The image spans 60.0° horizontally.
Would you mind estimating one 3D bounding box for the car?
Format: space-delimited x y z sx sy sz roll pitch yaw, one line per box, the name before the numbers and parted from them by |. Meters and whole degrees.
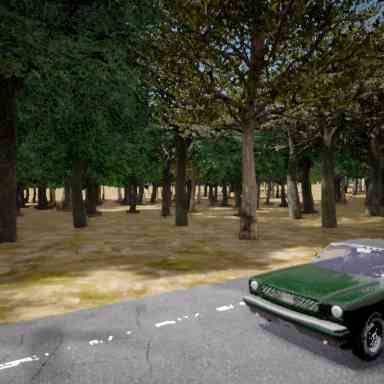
car | 3.185 1.599 6.035 4.718 1.301 1.895 0 0 -35
